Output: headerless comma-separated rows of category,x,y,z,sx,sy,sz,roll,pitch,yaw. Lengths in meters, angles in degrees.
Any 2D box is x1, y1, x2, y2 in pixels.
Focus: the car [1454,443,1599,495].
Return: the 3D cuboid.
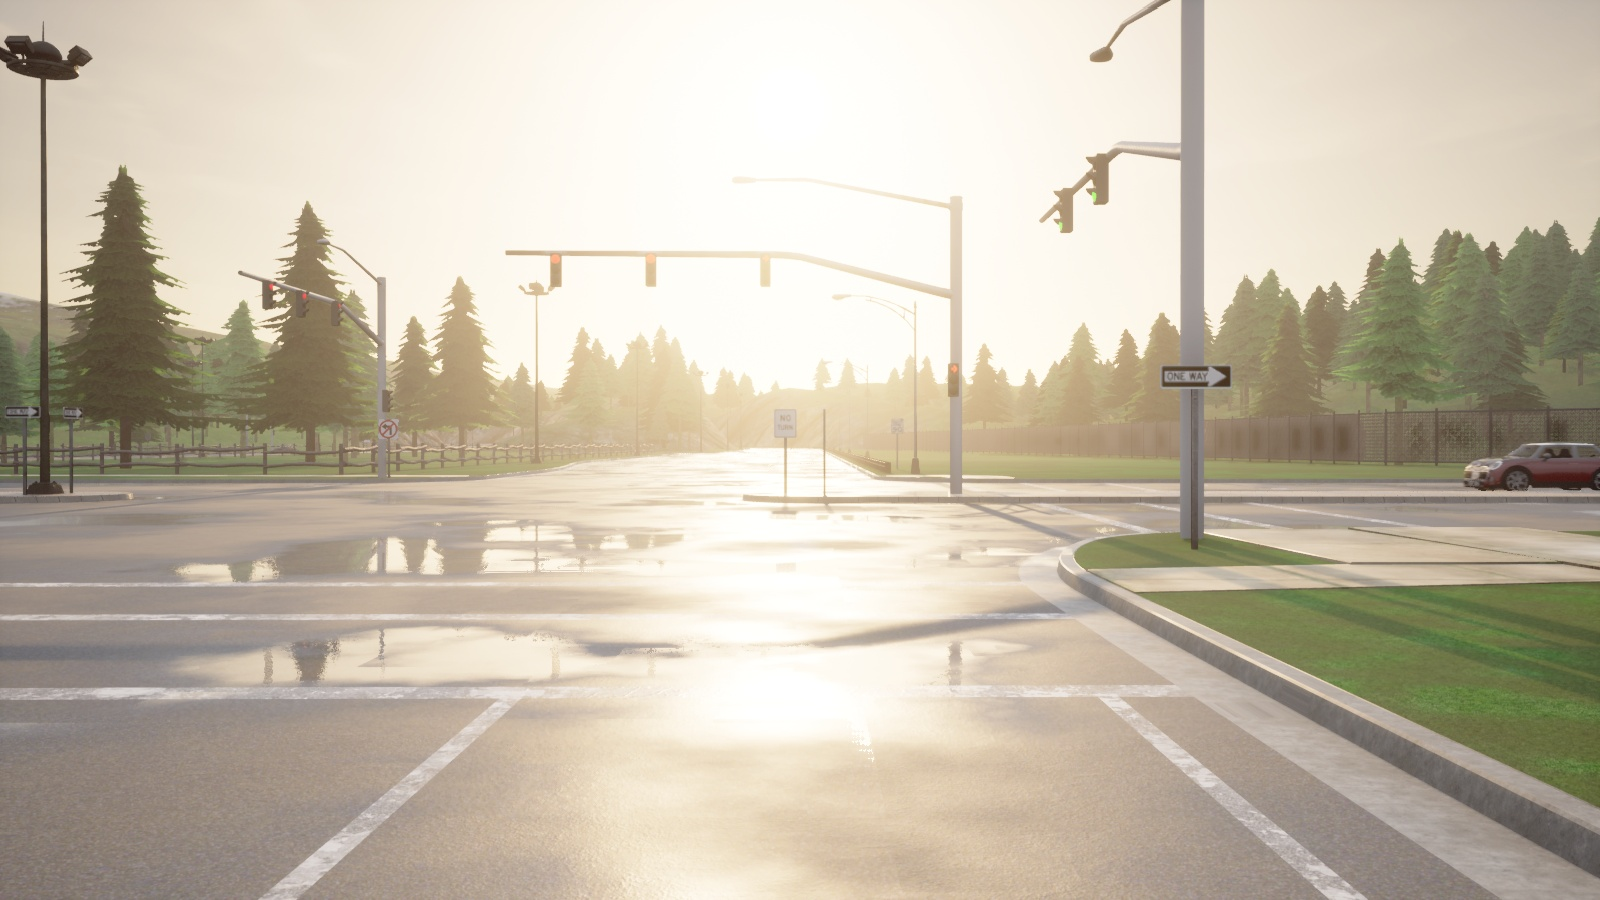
car,21.531,0.522,36.705,3.806,1.475,1.970,0,0,1
